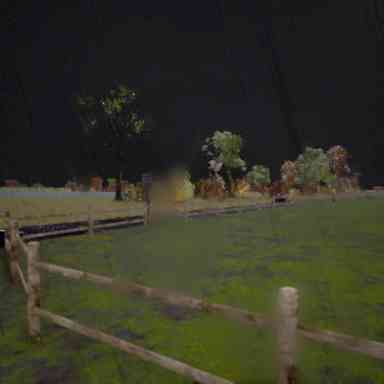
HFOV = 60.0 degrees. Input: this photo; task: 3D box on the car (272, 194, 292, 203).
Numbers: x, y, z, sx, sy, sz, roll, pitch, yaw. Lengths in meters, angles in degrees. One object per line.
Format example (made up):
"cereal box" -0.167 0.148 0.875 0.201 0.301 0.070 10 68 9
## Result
"car" 13.606 0.938 50.198 1.994 1.385 4.181 -1 0 35
